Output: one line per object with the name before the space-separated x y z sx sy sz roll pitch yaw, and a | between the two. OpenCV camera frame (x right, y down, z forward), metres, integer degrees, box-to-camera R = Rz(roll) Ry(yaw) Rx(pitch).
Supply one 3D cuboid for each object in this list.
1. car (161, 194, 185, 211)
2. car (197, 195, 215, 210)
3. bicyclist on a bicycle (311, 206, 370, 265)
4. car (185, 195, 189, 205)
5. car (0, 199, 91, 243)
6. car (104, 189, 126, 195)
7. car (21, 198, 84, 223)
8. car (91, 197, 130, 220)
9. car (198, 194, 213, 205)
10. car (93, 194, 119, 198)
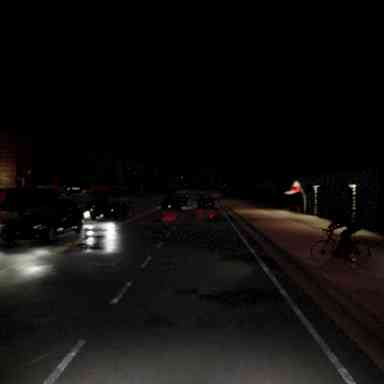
car | -2.085 1.140 34.947 1.837 1.490 4.892 0 1 3
car | 1.556 1.131 37.231 2.128 1.511 4.902 0 1 2
bicyclist on a bicycle | 4.175 1.237 9.348 1.656 1.620 0.582 1 1 2
car | -1.571 1.056 48.006 2.033 1.411 5.357 0 1 3
car | -6.538 1.277 15.192 1.882 1.535 5.008 0 1 3
car | -21.269 0.066 93.168 4.605 1.855 1.932 0 1 2
car | -9.695 1.239 23.665 2.033 1.411 5.357 0 1 2
car | -6.125 1.304 25.108 1.895 1.301 4.718 0 1 2
car | 2.003 1.080 48.266 2.033 1.411 5.357 0 1 2
car | -9.243 1.158 33.714 1.994 1.385 4.181 0 1 3
